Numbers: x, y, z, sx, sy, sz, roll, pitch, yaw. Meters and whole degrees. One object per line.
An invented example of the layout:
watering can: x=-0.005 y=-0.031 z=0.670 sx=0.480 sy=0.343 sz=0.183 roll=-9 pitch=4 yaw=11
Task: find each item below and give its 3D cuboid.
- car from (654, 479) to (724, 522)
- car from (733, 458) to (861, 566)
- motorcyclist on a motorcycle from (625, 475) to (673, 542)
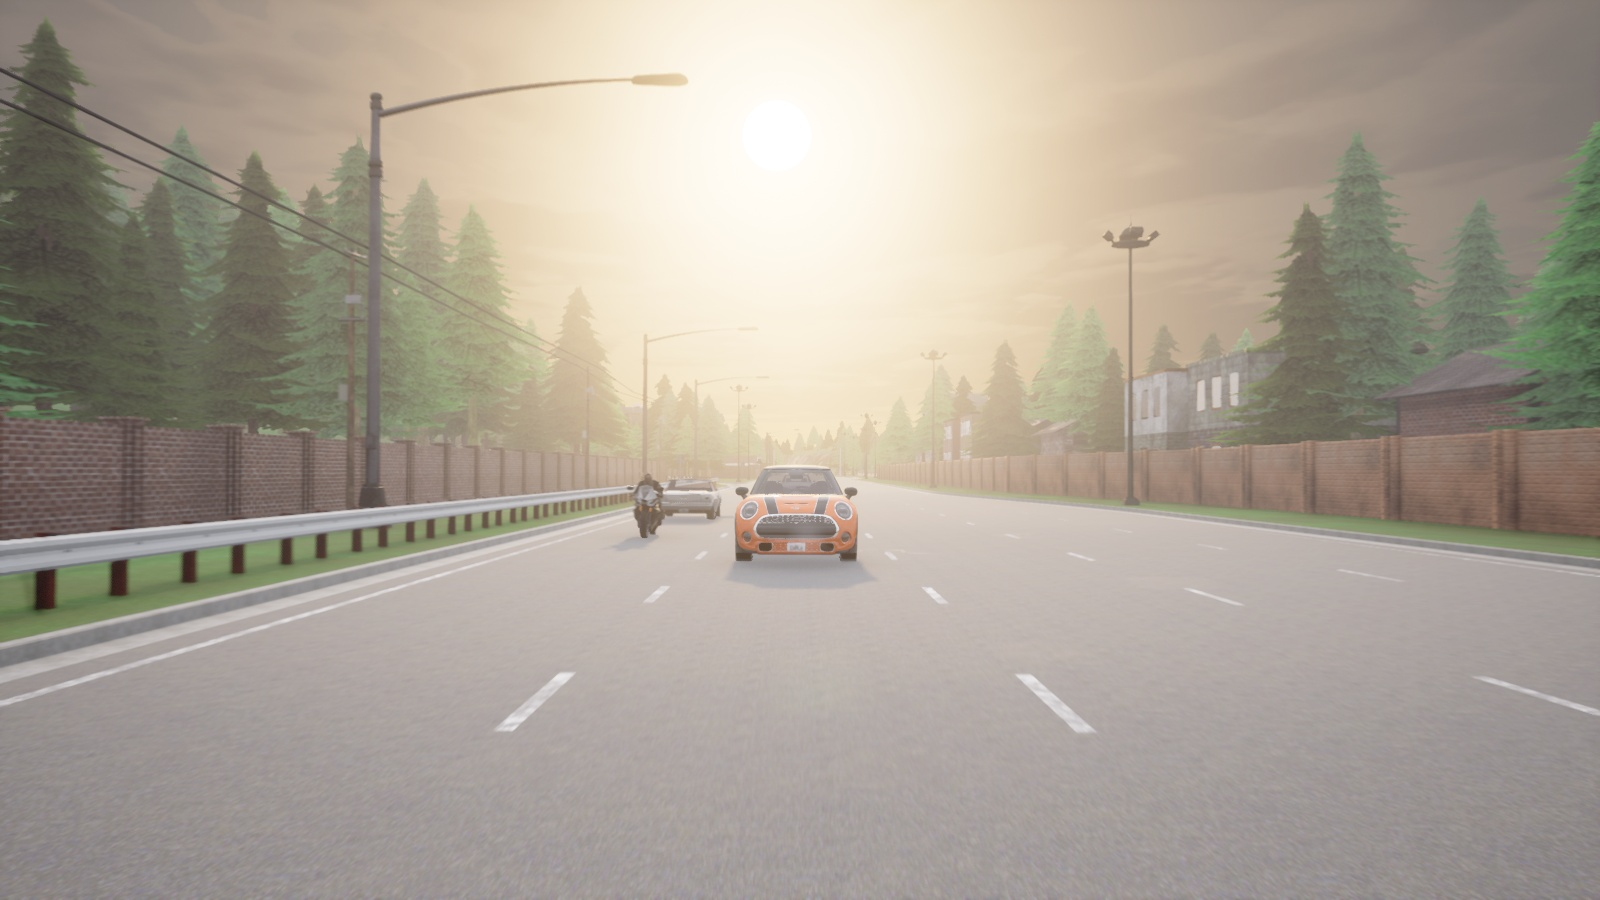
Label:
car: x=-3.601 y=1.620 z=41.364 sx=1.895 sy=1.301 sz=4.718 roll=0 pitch=-1 yaw=0
car: x=-0.057 y=1.056 z=22.966 sx=2.097 sy=1.767 sz=4.553 roll=0 pitch=-1 yaw=0
motorcyclist on a motorcycle: x=-3.573 y=1.362 z=29.874 sx=0.866 sy=1.530 sz=2.191 roll=0 pitch=-1 yaw=0
